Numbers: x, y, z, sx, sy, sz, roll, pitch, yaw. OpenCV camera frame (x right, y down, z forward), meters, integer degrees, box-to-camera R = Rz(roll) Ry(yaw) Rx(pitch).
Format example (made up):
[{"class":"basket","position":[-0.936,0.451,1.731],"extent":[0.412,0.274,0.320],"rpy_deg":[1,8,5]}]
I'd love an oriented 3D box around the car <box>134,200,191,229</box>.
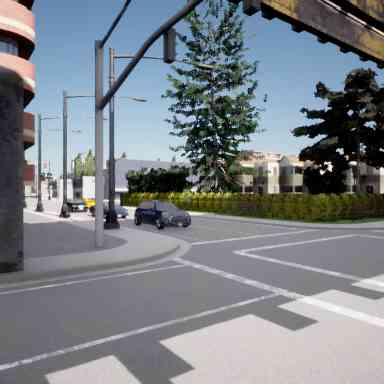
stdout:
[{"class":"car","position":[-1.988,1.352,21.656],"extent":[2.097,1.767,4.553],"rpy_deg":[0,0,-35]}]

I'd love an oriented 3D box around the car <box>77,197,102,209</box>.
[{"class":"car","position":[-14.086,1.478,45.302],"extent":[1.882,1.535,5.008],"rpy_deg":[0,0,-34]}]

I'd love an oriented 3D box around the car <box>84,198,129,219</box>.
[{"class":"car","position":[-7.462,1.547,29.435],"extent":[2.033,1.411,5.357],"rpy_deg":[0,0,-35]}]

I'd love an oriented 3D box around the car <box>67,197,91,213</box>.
[{"class":"car","position":[-13.318,1.492,37.788],"extent":[2.128,1.511,4.902],"rpy_deg":[0,0,-35]}]
